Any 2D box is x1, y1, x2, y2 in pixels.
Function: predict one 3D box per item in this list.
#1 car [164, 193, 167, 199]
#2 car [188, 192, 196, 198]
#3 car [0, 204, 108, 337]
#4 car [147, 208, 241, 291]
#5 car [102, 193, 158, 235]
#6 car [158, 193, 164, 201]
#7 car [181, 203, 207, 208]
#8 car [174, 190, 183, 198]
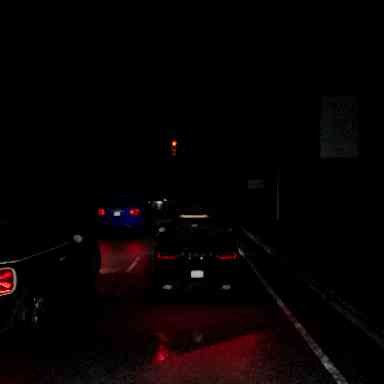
[{"bbox_3d":[-6.986,0.954,80.225,2.033,1.411,5.357,0,0,0],"label":"car"},{"bbox_3d":[0.015,0.720,86.196,2.097,1.767,4.553,0,0,0],"label":"car"},{"bbox_3d":[-3.399,1.302,6.715,2.097,1.767,4.553,0,0,0],"label":"car"},{"bbox_3d":[0.102,1.412,8.880,1.882,1.535,5.008,0,0,0],"label":"car"},{"bbox_3d":[-3.416,1.089,18.117,2.150,2.045,5.566,0,0,1],"label":"car"},{"bbox_3d":[-7.021,1.033,64.451,1.837,1.490,4.892,0,1,1],"label":"car"},{"bbox_3d":[0.104,1.357,18.379,2.128,1.511,4.902,0,0,0],"label":"car"},{"bbox_3d":[-3.485,0.592,85.872,2.150,2.045,5.566,0,0,0],"label":"car"}]
